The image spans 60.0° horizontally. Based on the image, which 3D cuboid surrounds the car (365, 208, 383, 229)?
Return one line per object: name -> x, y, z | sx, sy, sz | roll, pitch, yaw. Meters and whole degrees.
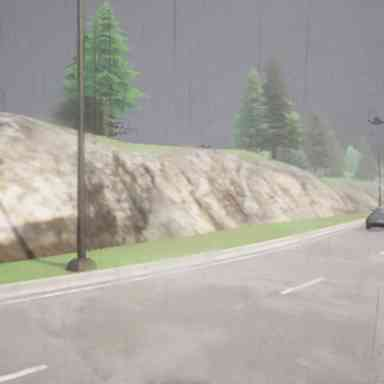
car -> 13.325, 1.806, 22.758 | 1.994, 1.385, 4.181 | -1, -1, 39
